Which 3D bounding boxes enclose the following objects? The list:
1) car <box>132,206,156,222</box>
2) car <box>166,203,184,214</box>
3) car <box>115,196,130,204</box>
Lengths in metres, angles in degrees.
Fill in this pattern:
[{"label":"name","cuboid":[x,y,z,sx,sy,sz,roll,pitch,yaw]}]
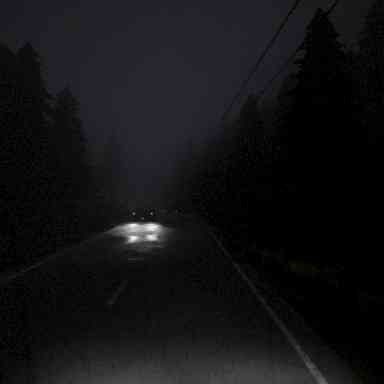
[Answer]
[{"label":"car","cuboid":[-4.159,1.878,29.372,1.895,1.301,4.718,0,-1,-4]},{"label":"car","cuboid":[-2.244,1.991,41.837,1.895,1.301,4.718,0,-1,-10]},{"label":"car","cuboid":[-14.568,1.859,68.525,2.150,2.045,5.566,0,-1,-27]}]
